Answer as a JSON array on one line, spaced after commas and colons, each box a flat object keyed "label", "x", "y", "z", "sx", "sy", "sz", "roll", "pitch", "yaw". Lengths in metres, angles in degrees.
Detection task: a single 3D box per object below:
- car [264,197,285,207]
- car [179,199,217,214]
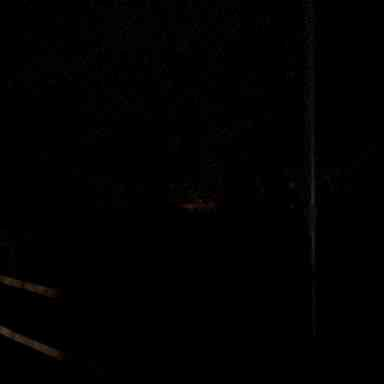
[{"label": "car", "x": 12.649, "y": 1.560, "z": 50.788, "sx": 1.837, "sy": 1.490, "sz": 4.892, "roll": 0, "pitch": 0, "yaw": 36}, {"label": "car", "x": 0.641, "y": 1.530, "z": 34.386, "sx": 1.882, "sy": 1.535, "sz": 5.008, "roll": 0, "pitch": 0, "yaw": 36}]
